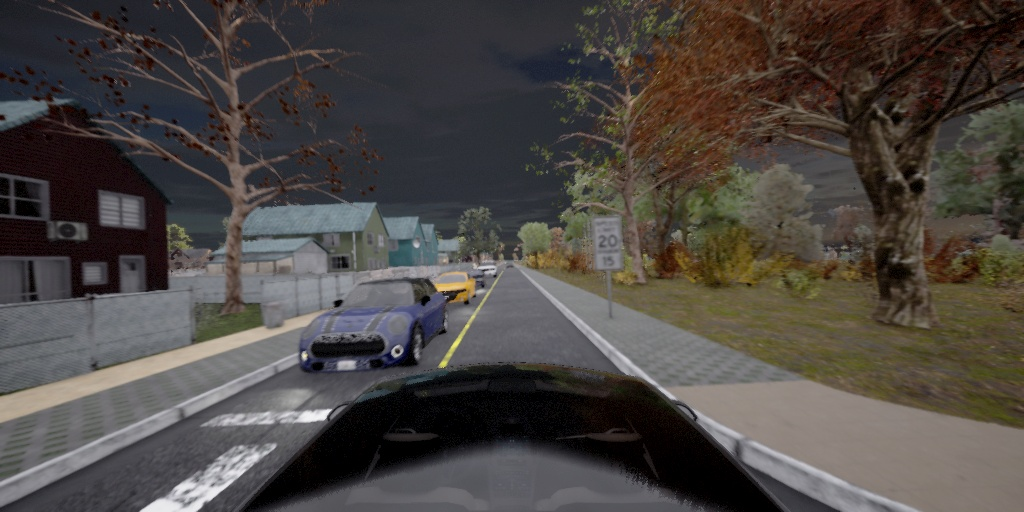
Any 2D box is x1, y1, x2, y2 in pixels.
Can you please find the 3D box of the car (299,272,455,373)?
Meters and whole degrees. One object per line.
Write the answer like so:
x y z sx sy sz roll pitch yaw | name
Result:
-2.871 1.313 8.414 2.097 1.767 4.553 -3 -1 0 | car

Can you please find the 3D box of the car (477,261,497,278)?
-3.004 1.622 44.606 2.150 2.045 5.566 -3 -1 0 | car

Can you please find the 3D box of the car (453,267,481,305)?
-2.925 1.562 18.420 1.882 1.535 5.008 -3 -1 0 | car

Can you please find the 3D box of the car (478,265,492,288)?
-2.983 1.760 28.880 2.033 1.411 5.357 -3 -1 -1 | car
